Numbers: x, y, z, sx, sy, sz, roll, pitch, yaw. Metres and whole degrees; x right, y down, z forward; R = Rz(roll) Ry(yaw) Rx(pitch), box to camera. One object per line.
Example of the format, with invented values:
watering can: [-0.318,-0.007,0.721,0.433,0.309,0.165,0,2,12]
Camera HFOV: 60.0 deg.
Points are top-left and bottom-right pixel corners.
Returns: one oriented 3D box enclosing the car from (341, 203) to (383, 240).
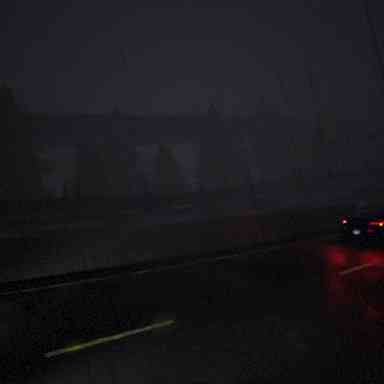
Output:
car: [8.005,1.190,13.740,4.674,1.442,1.812,-4,2,-35]
